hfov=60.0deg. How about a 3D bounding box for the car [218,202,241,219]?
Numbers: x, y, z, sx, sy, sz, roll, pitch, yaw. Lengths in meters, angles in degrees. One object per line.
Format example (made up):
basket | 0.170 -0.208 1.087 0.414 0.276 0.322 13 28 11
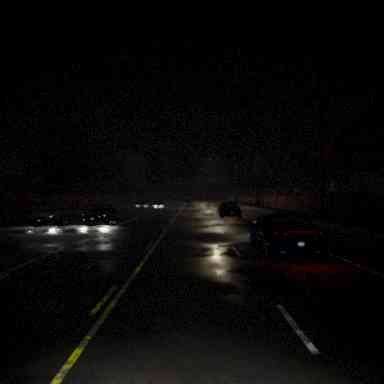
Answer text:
car | 3.604 1.723 32.454 1.882 1.535 5.008 0 0 0

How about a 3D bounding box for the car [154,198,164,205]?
car | -6.993 2.032 70.816 2.128 1.511 4.902 0 0 0

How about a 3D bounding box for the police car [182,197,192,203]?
police car | -1.042 2.090 89.743 1.930 1.638 5.238 0 0 0

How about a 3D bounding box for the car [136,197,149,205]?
car | -10.493 1.863 70.847 2.097 1.767 4.553 0 0 0

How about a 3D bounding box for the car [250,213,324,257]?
car | 3.602 1.584 13.442 1.882 1.535 5.008 0 0 0

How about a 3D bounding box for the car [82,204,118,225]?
car | -7.097 1.705 26.108 1.837 1.490 4.892 0 -1 0

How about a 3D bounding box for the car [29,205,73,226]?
car | -10.596 1.718 25.361 1.812 1.442 4.674 0 0 0
